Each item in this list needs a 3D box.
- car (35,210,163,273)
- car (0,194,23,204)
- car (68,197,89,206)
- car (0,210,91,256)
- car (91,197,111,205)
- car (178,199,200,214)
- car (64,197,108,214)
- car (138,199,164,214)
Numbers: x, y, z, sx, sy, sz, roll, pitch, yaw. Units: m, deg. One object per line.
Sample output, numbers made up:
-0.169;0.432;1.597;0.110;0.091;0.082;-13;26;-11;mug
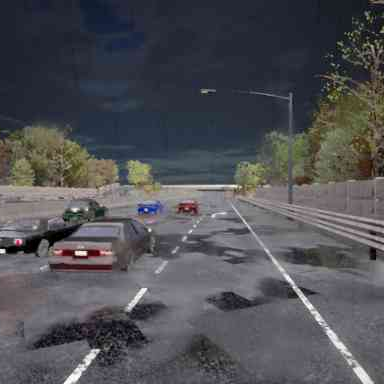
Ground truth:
-2.497;1.547;10.640;2.033;1.411;5.357;0;0;5;car
-24.311;1.358;43.805;2.097;1.767;4.553;0;0;6;car
-19.543;1.548;57.499;1.812;1.442;4.674;0;0;5;car
-5.816;1.600;12.746;1.895;1.301;4.718;0;0;5;car
-15.939;1.625;58.495;1.895;1.301;4.718;0;0;5;car
-0.281;1.480;35.224;1.882;1.535;5.008;0;0;5;car
-8.152;1.352;25.842;2.097;1.767;4.553;0;0;5;car
-3.992;1.479;33.064;1.882;1.535;5.008;0;0;5;car
